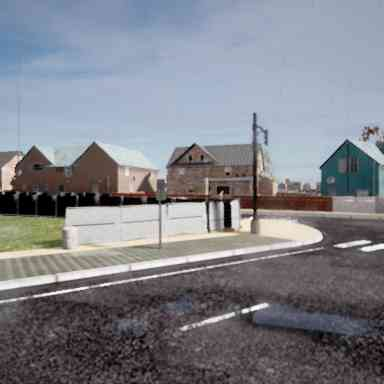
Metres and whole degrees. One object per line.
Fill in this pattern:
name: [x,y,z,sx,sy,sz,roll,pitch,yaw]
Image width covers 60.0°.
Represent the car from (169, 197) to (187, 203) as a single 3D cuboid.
car: [-0.836,1.113,25.457,4.674,1.442,1.812,1,1,21]
